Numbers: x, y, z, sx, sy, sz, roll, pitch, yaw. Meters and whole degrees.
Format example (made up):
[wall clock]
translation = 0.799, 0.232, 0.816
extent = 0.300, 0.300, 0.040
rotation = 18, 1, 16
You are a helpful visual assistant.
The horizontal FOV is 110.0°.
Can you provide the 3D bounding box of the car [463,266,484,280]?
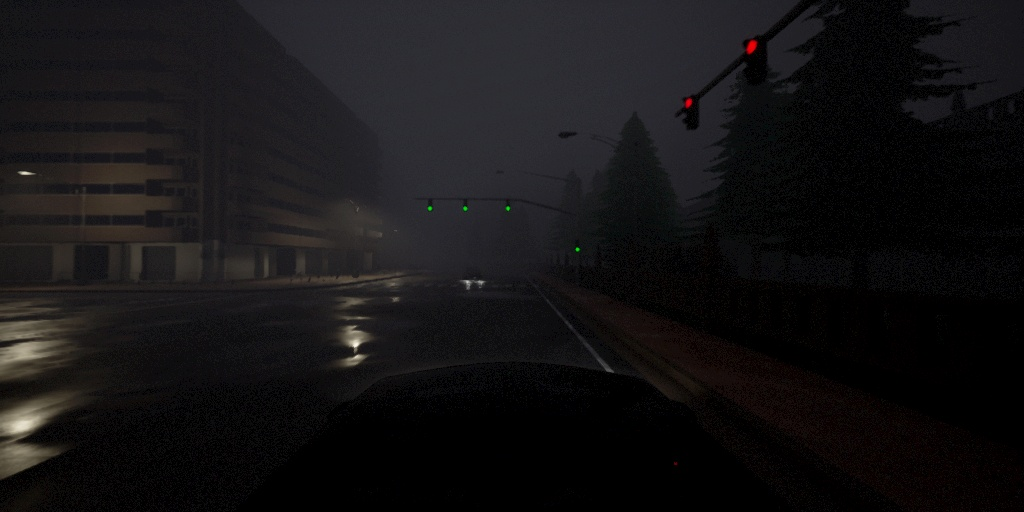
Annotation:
[car]
translation = -4.159, 1.780, 37.687
extent = 2.033, 1.411, 5.357
rotation = 0, 0, -12
